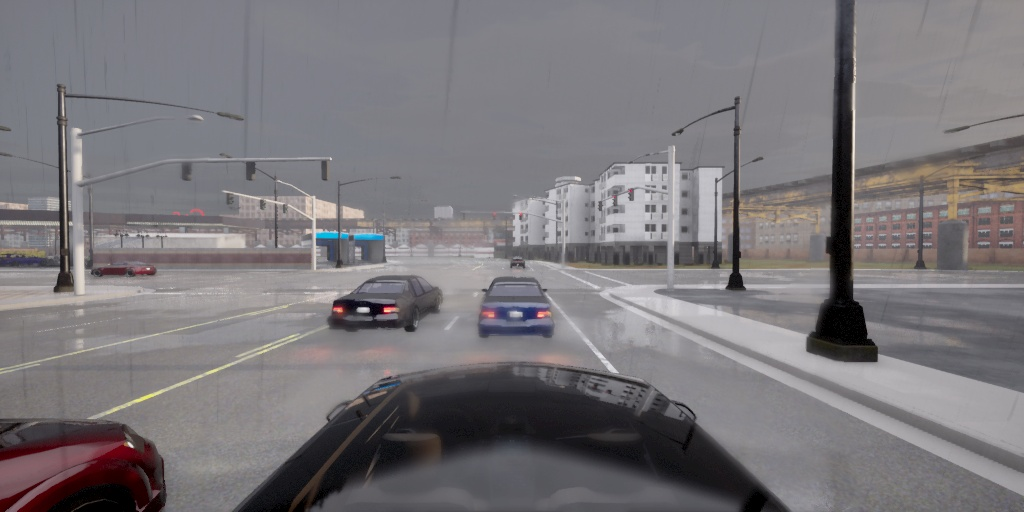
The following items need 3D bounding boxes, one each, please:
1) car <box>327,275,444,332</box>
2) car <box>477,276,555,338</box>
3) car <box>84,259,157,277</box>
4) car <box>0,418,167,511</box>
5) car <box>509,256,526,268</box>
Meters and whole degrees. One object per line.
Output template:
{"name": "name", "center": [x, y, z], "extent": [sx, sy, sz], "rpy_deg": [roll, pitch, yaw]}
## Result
{"name": "car", "center": [-3.406, 1.274, 10.730], "extent": [2.033, 1.411, 5.357], "rpy_deg": [0, 0, 0]}
{"name": "car", "center": [0.090, 1.279, 10.128], "extent": [2.033, 1.411, 5.357], "rpy_deg": [0, 0, 0]}
{"name": "car", "center": [-33.488, 1.084, 30.982], "extent": [4.181, 1.385, 1.994], "rpy_deg": [0, 1, -1]}
{"name": "car", "center": [-3.395, 1.314, 0.733], "extent": [1.994, 1.385, 4.181], "rpy_deg": [0, 0, 0]}
{"name": "car", "center": [0.708, 0.772, 46.094], "extent": [1.837, 1.490, 4.892], "rpy_deg": [0, 1, 0]}
